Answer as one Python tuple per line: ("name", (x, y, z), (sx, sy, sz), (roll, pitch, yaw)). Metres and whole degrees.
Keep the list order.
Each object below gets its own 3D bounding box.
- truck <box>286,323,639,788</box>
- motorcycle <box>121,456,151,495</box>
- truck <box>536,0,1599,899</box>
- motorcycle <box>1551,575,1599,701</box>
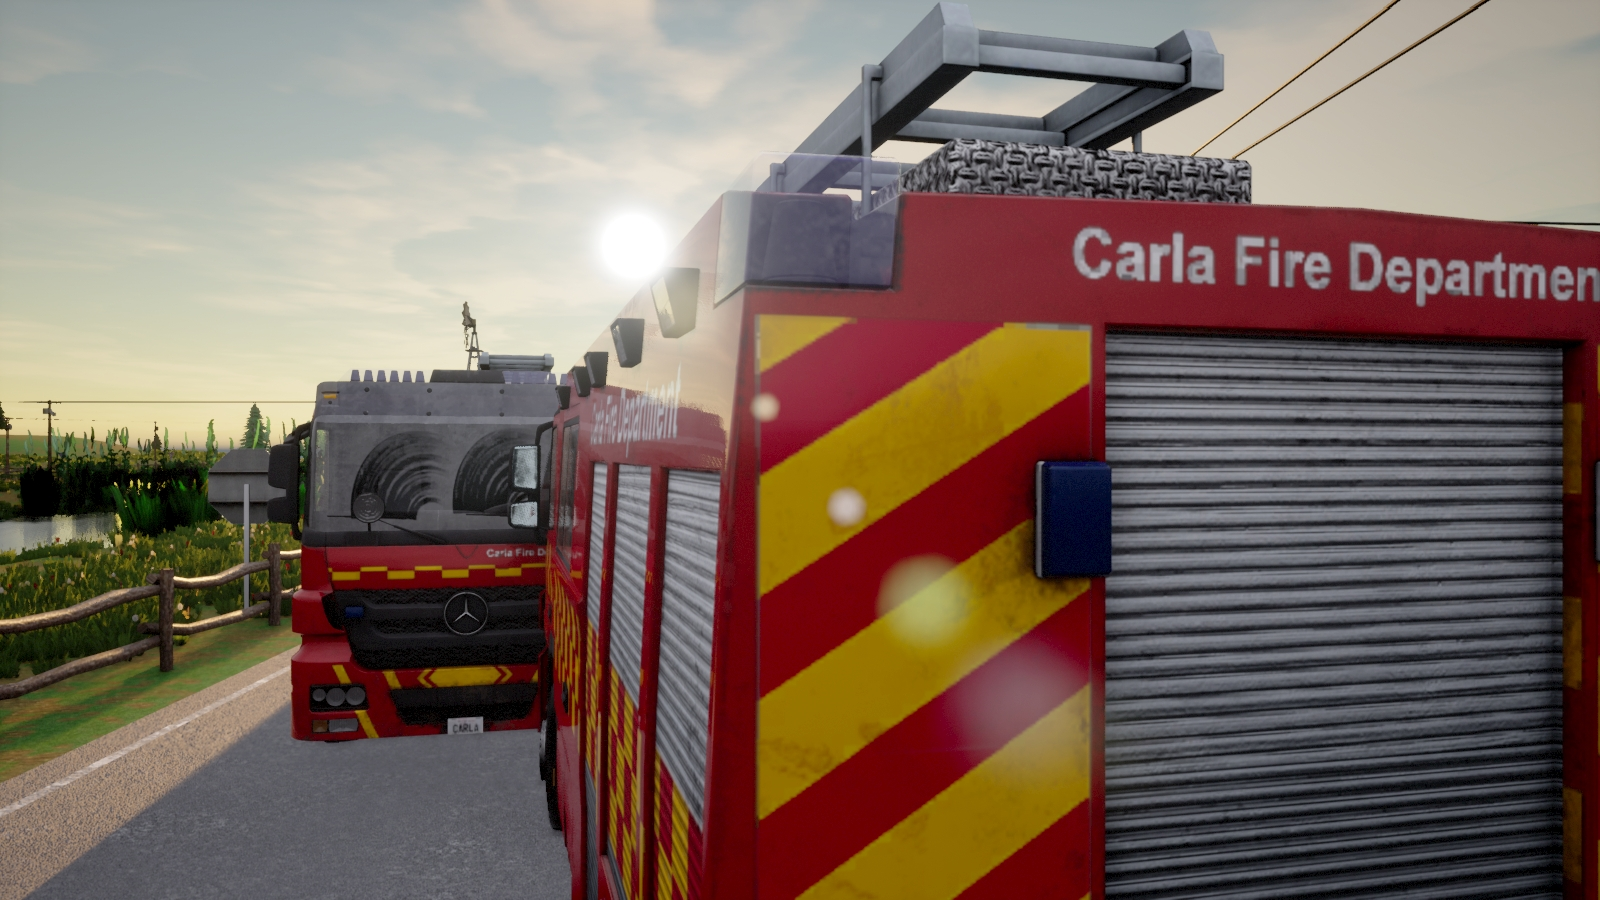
("truck", (-3.912, 0.862, 13.867), (2.891, 3.827, 8.468), (0, 0, -15))
("motorcycle", (-41.342, 1.577, 71.168), (0.803, 2.348, 2.033), (0, 0, -4))
("truck", (0.034, 0.867, 6.870), (2.891, 3.827, 8.468), (0, 0, -15))
("motorcycle", (9.784, 2.142, 13.120), (1.805, 1.316, 0.856), (0, 0, -7))
